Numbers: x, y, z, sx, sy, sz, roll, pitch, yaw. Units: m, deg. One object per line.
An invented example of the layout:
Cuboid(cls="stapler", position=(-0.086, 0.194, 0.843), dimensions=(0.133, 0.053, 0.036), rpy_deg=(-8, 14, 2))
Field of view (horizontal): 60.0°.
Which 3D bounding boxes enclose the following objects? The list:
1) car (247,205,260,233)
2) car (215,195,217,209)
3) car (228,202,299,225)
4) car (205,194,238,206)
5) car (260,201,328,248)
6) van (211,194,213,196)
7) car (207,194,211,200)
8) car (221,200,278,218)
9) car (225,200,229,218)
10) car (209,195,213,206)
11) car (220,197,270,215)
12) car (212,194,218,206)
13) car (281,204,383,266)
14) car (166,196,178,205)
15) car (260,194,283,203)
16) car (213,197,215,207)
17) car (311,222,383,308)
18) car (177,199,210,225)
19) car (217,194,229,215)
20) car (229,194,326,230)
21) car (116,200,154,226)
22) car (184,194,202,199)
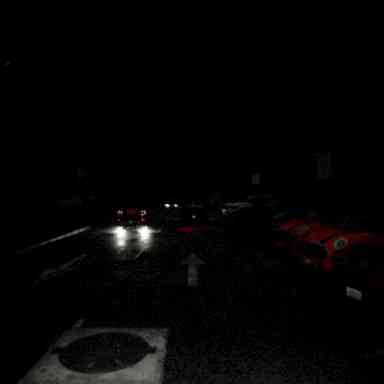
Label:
Cuboid(cls="car", position=(5.333, 1.547, 16.057), dimensions=(4.674, 1.452, 2.002), rpy_deg=(1, 0, -20))
Cuboid(cls="car", position=(5.376, 1.443, 37.068), dimensions=(4.553, 1.767, 2.185), rpy_deg=(1, -1, -20))
Cuboid(cls="car", position=(5.338, 1.558, 25.051), dimensions=(4.792, 1.488, 2.163), rpy_deg=(1, 0, -20))
Cuboid(cls="car", position=(5.452, 1.423, 61.125), dimensions=(5.566, 2.045, 2.435), rpy_deg=(1, -1, -20))
Cuboid(cls="car", position=(5.360, 1.376, 13.061), dimensions=(4.553, 1.767, 2.185), rpy_deg=(1, 0, -20))
Cuboid(cls="van", position=(5.543, 1.397, 49.133), dimensions=(4.442, 1.987, 1.878), rpy_deg=(1, -1, -20))
Cuboid(cls="car", position=(5.259, 1.641, 55.031), dimensions=(5.366, 1.575, 1.946), rpy_deg=(1, 0, -20))
Cuboid(cls="car", position=(5.363, 1.576, 31.052), dimensions=(4.792, 1.488, 2.163), rpy_deg=(1, 0, -20))
Cuboid(cls="car", position=(5.182, 1.514, 21.993), dimensions=(5.366, 1.575, 1.946), rpy_deg=(1, 0, -20))
Cuboid(cls="car", position=(5.421, 1.607, 46.087), dimensions=(5.008, 1.535, 2.097), rpy_deg=(1, -1, -20))
Cuboid(cls="car", position=(5.367, 1.432, 34.066), dimensions=(4.553, 1.767, 2.185), rpy_deg=(1, -1, -20))
Cuboid(cls="car", position=(5.457, 1.469, 43.085), dimensions=(4.553, 1.767, 2.185), rpy_deg=(1, 0, -20))
Cuboid(cls="car", position=(5.352, 1.371, 10.060), dimensions=(4.553, 1.767, 2.185), rpy_deg=(1, 0, -20))
Cuboid(cls="car", position=(-3.957, 1.559, 65.343), dimensions=(2.097, 1.767, 4.553), rpy_deg=(0, 0, 1))
Cuboid(cls="car", position=(18.427, 1.504, 77.110), dimensions=(2.435, 2.045, 5.566), rpy_deg=(0, 0, -21))
Cuboid(cls="car", position=(5.417, 1.622, 40.076), dimensions=(4.674, 1.452, 2.002), rpy_deg=(1, 0, -20))
Cuboid(cls="car", position=(5.285, 1.521, 7.040), dimensions=(4.792, 1.488, 2.163), rpy_deg=(1, 0, -20))
Cuboid(cls="car", position=(0.126, 1.519, 24.750), dimensions=(1.882, 1.535, 5.008), rpy_deg=(0, 0, 0))
Cuboid(cls="car", position=(5.355, 1.285, 28.053), dimensions=(5.566, 2.045, 2.435), rpy_deg=(1, 0, -20))
Cuboid(cls="car", position=(5.336, 1.261, 19.036), dimensions=(5.566, 2.045, 2.435), rpy_deg=(1, 0, -20))
Cuboid(cls="car", position=(-4.018, 1.391, 23.921), dimensions=(2.097, 1.767, 4.553), rpy_deg=(0, 0, 0))
Cuboid(cls="car", position=(0.152, 1.329, 42.962), dimensions=(2.150, 2.045, 5.566), rpy_deg=(0, 0, 0))
